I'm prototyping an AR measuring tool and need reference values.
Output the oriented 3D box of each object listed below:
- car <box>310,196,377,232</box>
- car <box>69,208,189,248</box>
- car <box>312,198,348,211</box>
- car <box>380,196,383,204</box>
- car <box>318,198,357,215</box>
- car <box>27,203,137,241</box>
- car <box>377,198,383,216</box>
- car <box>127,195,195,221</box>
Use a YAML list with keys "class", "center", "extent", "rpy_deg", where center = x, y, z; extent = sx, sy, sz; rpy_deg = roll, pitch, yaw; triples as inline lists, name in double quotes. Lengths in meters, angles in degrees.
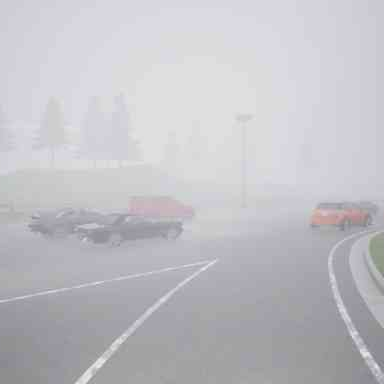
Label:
- class: "car"
  center: [9.263, 1.351, 20.595]
  extent: [4.553, 1.767, 2.097]
  rpy_deg: [0, 0, -41]
- class: "car"
  center: [-2.643, 1.600, 14.790]
  extent: [4.718, 1.301, 1.895]
  rpy_deg: [0, 0, -41]
- class: "car"
  center: [17.378, 1.545, 41.708]
  extent: [5.357, 1.411, 2.033]
  rpy_deg: [0, 0, -41]
- class: "car"
  center: [38.942, 1.521, 65.455]
  extent: [4.674, 1.442, 1.812]
  rpy_deg: [0, 0, -41]
- class: "car"
  center: [15.555, 1.476, 35.447]
  extent: [5.008, 1.535, 1.882]
  rpy_deg: [0, 0, -41]
- class: "car"
  center: [-5.619, 1.491, 16.836]
  extent: [4.902, 1.511, 2.128]
  rpy_deg: [0, 0, -41]
- class: "car"
  center: [15.814, 1.505, 31.015]
  extent: [4.892, 1.490, 1.837]
  rpy_deg: [0, 0, -41]
- class: "car"
  center: [-2.307, 1.221, 24.405]
  extent: [5.566, 2.045, 2.150]
  rpy_deg: [0, 0, -41]
